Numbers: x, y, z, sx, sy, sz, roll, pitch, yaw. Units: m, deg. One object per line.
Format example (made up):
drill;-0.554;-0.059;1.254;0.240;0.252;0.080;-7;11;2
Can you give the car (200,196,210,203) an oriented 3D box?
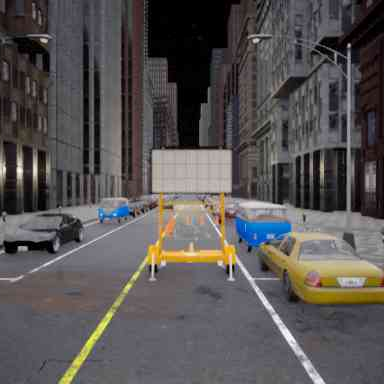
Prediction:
car;2.734;1.541;69.894;1.947;1.339;4.313;0;0;0

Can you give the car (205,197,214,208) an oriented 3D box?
car;2.747;1.537;36.076;2.008;1.369;4.403;0;0;0

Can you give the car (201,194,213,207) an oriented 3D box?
car;2.742;1.422;47.348;1.967;1.590;4.097;0;0;0

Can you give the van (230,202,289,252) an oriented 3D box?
van;2.754;1.335;13.531;1.690;1.788;3.998;0;0;0

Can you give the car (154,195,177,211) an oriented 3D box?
car;-3.106;1.490;39.693;1.837;1.490;4.892;0;0;0

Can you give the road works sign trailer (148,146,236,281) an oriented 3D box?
road works sign trailer;-0.004;0.459;9.845;2.380;3.560;2.880;0;0;0

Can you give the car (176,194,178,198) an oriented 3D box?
car;-5.799;1.522;92.429;2.008;1.369;4.403;0;0;0

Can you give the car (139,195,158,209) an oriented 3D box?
car;-5.781;1.299;41.699;2.192;1.841;5.009;0;0;0

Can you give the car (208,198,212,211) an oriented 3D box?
car;2.749;1.513;30.610;1.752;1.417;4.829;0;0;0

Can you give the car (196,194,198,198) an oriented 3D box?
car;2.730;1.412;81.166;1.967;1.590;4.097;0;0;0

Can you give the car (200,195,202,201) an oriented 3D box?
car;2.741;1.546;52.985;1.947;1.339;4.313;0;0;0

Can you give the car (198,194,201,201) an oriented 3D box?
car;2.738;1.294;58.622;2.192;1.841;5.009;0;0;0

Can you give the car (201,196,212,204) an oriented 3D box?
car;2.736;1.522;64.258;1.887;1.381;4.507;0;0;0

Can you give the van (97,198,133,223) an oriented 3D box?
van;-5.775;1.331;24.789;1.690;1.788;3.998;0;0;0

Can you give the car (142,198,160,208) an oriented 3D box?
car;-5.782;1.527;47.336;1.887;1.381;4.507;0;0;0

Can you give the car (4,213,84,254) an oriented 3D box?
car;-5.770;1.560;13.515;1.947;1.339;4.313;0;0;0

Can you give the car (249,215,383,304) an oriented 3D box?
car;2.757;1.521;8.065;1.752;1.417;4.829;0;0;0

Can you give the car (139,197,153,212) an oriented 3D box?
car;-5.778;1.552;36.062;1.947;1.339;4.313;0;0;0

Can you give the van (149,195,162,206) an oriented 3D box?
van;-5.785;1.321;52.973;1.690;1.788;3.998;0;0;0

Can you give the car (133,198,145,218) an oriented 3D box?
car;-5.776;1.554;30.426;1.947;1.339;4.313;0;0;0

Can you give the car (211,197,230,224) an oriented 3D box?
car;2.750;1.430;24.804;1.967;1.590;4.097;0;0;0

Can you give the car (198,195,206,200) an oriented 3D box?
car;2.726;1.537;92.439;1.947;1.339;4.313;0;0;0
